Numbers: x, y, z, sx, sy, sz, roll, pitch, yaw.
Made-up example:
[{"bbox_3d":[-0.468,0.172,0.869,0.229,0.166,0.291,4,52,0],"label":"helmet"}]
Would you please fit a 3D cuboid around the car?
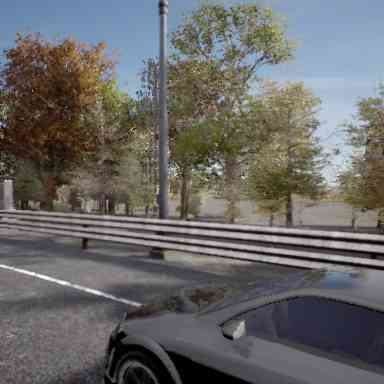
[{"bbox_3d":[1.147,1.367,2.830,4.181,1.385,1.994,0,0,38],"label":"car"}]
